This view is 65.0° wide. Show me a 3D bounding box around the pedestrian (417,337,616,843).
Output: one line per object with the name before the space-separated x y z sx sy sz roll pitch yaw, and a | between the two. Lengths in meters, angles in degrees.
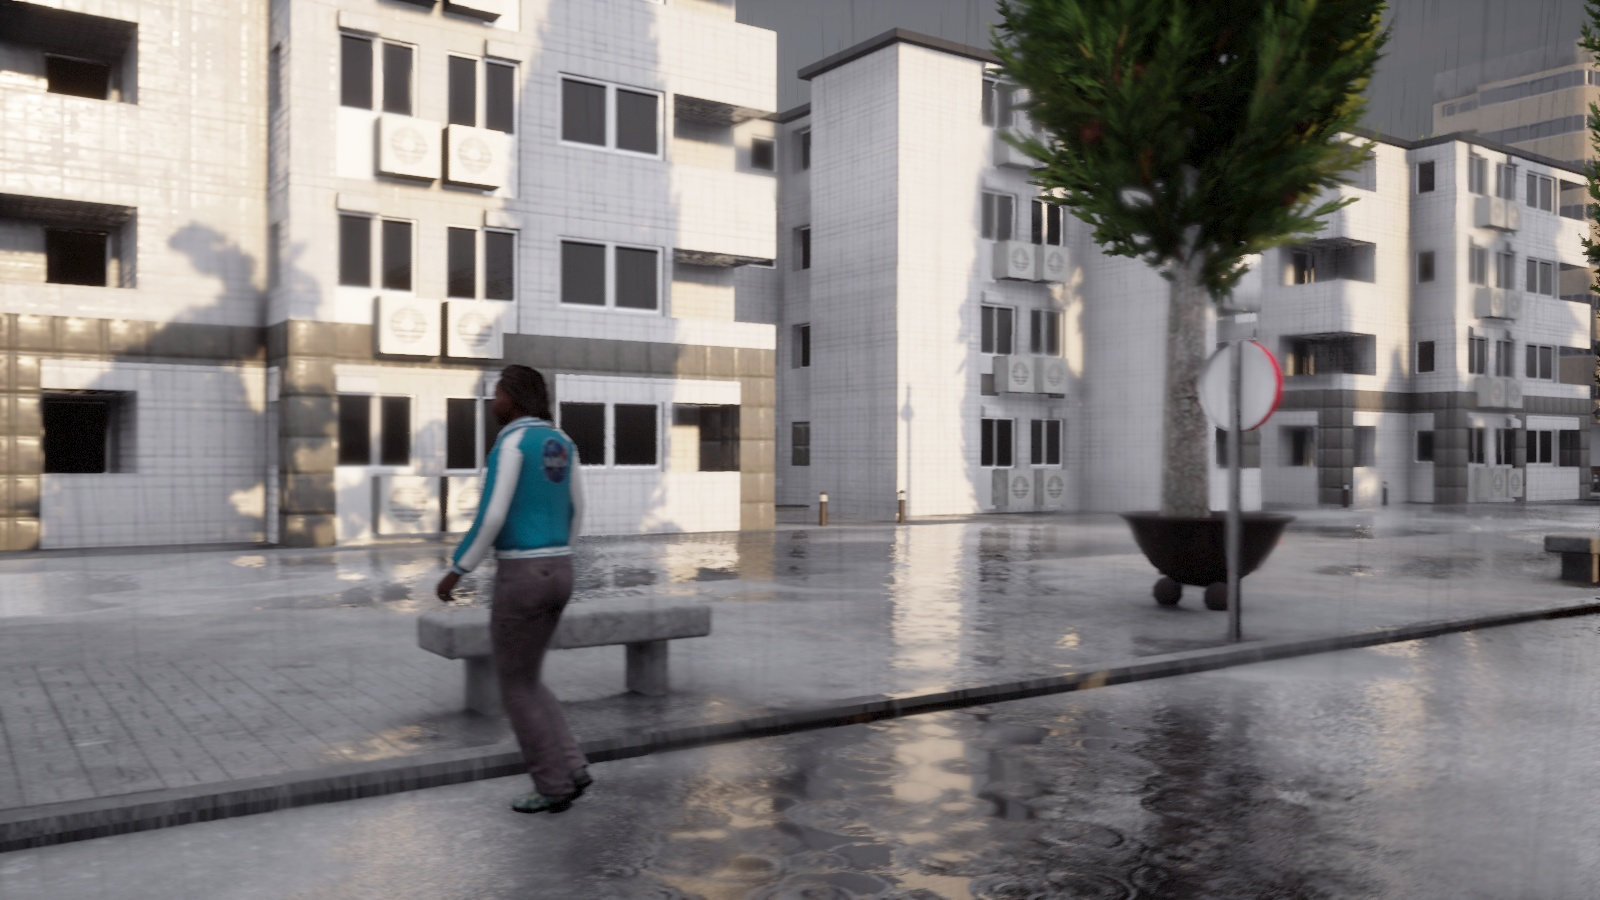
pedestrian | -1.151 0.537 5.115 0.692 1.930 0.396 0 0 24
